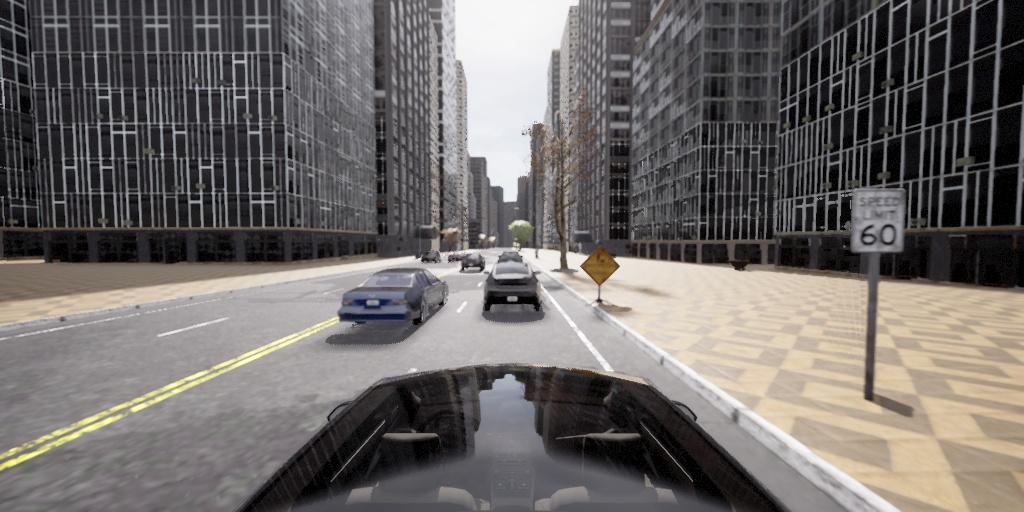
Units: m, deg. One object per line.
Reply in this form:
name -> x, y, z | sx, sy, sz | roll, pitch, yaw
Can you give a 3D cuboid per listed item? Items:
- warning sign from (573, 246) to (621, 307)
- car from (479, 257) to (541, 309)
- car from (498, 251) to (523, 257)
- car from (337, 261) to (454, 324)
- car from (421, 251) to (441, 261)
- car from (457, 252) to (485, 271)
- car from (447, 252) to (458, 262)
warning sign -> 2.792, 0.599, 11.520 | 1.300, 1.860, 1.060 | 0, 0, 0
car -> 0.006, 0.954, 13.086 | 1.837, 1.490, 4.892 | 0, 2, 0
car -> -0.117, 0.344, 30.350 | 2.097, 1.767, 4.553 | 0, 1, 0
car -> -3.237, 1.063, 10.844 | 2.033, 1.411, 5.357 | 0, 2, 0
car -> -10.151, 0.131, 45.148 | 1.837, 1.490, 4.892 | 0, 1, 0
car -> -3.375, 0.491, 31.649 | 1.812, 1.442, 4.674 | 0, 2, 0
car -> -6.902, 0.174, 45.386 | 1.994, 1.385, 4.181 | 0, 2, 0
